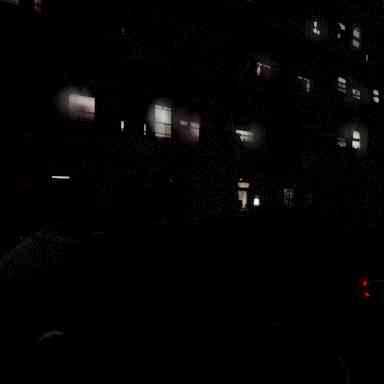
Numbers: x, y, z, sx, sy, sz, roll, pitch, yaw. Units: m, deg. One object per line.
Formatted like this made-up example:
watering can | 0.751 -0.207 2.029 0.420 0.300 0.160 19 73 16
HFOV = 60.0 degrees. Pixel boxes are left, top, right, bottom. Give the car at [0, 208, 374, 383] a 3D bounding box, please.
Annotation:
car | -0.617 1.221 2.936 5.566 2.045 2.150 0 0 -35

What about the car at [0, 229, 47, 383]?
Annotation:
car | -4.021 1.440 3.691 4.097 1.590 1.967 0 0 -35
